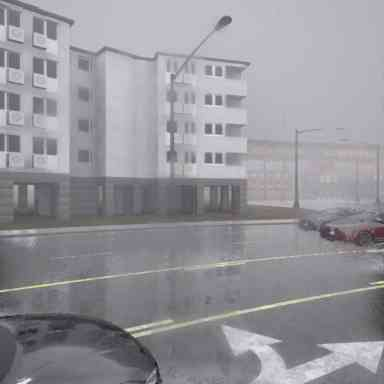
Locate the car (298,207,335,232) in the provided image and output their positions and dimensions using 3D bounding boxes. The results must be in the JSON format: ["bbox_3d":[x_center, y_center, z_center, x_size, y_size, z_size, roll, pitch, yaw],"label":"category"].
[{"bbox_3d":[8.041,1.564,18.413,4.181,1.385,1.994,0,0,-16],"label":"car"}]

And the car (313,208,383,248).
[{"bbox_3d":[7.864,1.564,14.707,4.181,1.385,1.994,0,0,-17],"label":"car"}]

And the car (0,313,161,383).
[{"bbox_3d":[-2.470,1.492,1.885,4.902,1.511,2.128,0,0,-35],"label":"car"}]
